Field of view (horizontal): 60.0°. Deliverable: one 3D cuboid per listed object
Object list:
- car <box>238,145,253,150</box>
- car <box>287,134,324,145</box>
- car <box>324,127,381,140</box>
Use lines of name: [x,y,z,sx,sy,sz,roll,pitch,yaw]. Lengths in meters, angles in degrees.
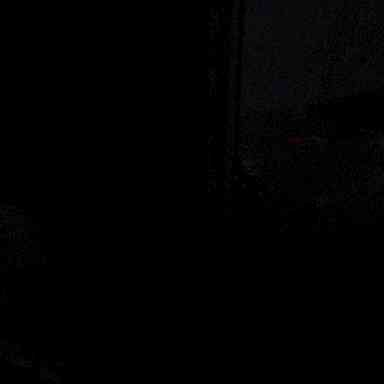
car: [6.653,-5.578,44.493,2.231,1.521,4.892,1,1,-30]
car: [12.181,-5.291,34.967,2.185,1.767,4.553,1,2,-30]
car: [14.948,-5.078,30.195,2.185,1.767,4.553,1,2,-30]
